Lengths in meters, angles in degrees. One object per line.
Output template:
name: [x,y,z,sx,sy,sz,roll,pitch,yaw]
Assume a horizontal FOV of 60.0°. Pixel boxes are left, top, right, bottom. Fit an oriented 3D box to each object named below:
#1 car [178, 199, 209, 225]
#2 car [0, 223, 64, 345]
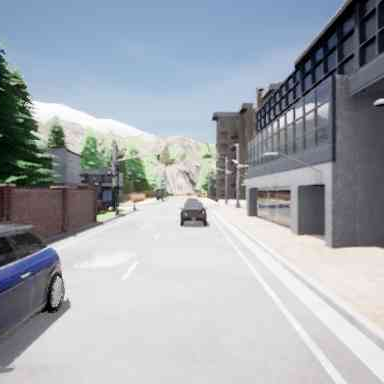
car: [0.103,1.462,23.491,1.837,1.490,4.892,0,0,0]
car: [-3.555,1.343,4.594,2.097,1.767,4.553,0,0,0]
